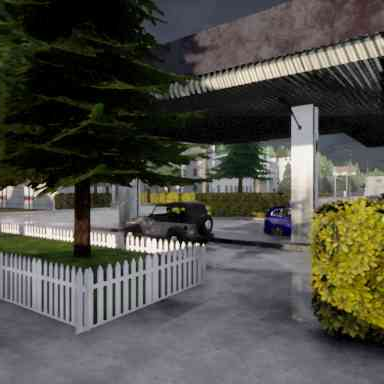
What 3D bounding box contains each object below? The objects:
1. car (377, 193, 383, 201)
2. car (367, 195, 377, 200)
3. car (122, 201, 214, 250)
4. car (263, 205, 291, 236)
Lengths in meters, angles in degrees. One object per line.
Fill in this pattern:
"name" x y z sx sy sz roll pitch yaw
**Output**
"car" 25.773 1.076 43.521 1.905 1.878 3.866 0 0 35
"car" 33.036 1.296 60.262 2.007 1.523 4.514 0 0 35
"car" -0.981 1.311 13.836 3.866 1.878 1.905 0 0 35
"car" 5.820 1.479 15.985 4.611 1.667 2.242 0 0 35
